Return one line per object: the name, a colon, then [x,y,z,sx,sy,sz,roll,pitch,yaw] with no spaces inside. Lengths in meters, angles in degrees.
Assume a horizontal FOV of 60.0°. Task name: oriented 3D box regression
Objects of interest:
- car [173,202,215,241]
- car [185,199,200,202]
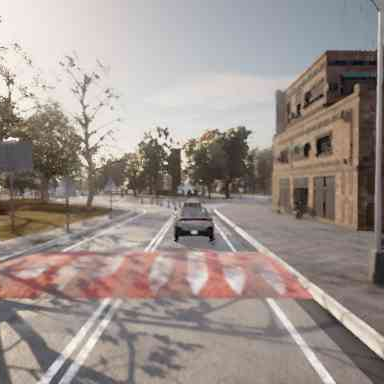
car: [0.089,1.493,16.626,2.128,1.511,4.902,0,0,0]
car: [0.078,1.432,34.655,1.882,1.535,5.008,0,0,1]
